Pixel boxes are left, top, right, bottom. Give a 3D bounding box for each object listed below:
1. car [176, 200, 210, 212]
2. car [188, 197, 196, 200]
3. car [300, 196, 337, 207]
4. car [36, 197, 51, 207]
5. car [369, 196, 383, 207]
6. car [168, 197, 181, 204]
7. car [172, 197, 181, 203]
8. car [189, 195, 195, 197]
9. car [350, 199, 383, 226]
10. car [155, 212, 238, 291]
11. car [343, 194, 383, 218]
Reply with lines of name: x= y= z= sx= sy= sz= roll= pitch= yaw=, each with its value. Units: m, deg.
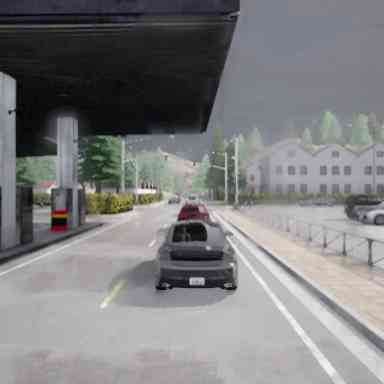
car: x=0.097 y=1.506 z=20.339 sx=1.882 sy=1.535 sz=5.008 roll=0 pitch=0 yaw=0
car: x=0.093 y=1.550 z=32.488 sx=1.837 sy=1.490 sz=4.892 roll=0 pitch=0 yaw=0
car: x=17.953 y=1.365 z=47.262 sx=4.902 sy=1.511 sz=2.128 roll=0 pitch=0 yaw=0
car: x=-19.463 y=1.381 z=47.131 sx=4.902 sy=1.511 sz=2.128 roll=1 pitch=0 yaw=0
car: x=28.195 y=1.352 z=47.297 sx=5.008 sy=1.535 sz=1.882 roll=0 pitch=0 yaw=0
car: x=-3.511 y=1.653 z=64.790 sx=1.994 sy=1.385 sz=4.181 roll=0 pitch=0 yaw=0
car: x=-3.513 y=1.698 z=74.785 sx=1.895 sy=1.301 sz=4.718 roll=0 pitch=0 yaw=0
car: x=-0.015 y=1.617 z=85.244 sx=1.837 sy=1.490 sz=4.892 roll=0 pitch=0 yaw=0
car: x=12.681 y=1.391 z=21.292 sx=3.806 sy=1.475 sz=1.970 roll=0 pitch=0 yaw=-1
car: x=0.098 y=1.518 z=9.011 sx=1.837 sy=1.490 sz=4.892 roll=0 pitch=0 yaw=0
car: x=13.271 y=1.111 z=24.621 sx=3.866 sy=1.878 sz=1.905 roll=0 pitch=0 yaw=-1
